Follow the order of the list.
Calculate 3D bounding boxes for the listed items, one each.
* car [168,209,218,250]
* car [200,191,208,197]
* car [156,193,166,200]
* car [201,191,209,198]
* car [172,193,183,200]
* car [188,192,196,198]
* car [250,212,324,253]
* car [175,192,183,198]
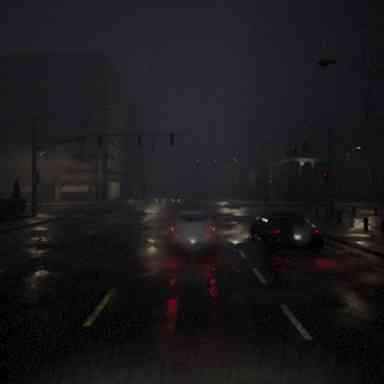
[{"bbox_3d":[0.054,1.417,13.651,1.812,1.442,4.674,0,1,1],"label":"car"},{"bbox_3d":[3.525,0.562,95.411,2.097,1.767,4.553,0,0,0],"label":"car"},{"bbox_3d":[-6.980,0.934,74.761,1.812,1.442,4.674,0,0,0],"label":"car"},{"bbox_3d":[3.523,0.860,86.888,1.994,1.385,4.181,0,0,0],"label":"car"},{"bbox_3d":[-3.480,0.949,74.756,2.033,1.411,5.357,0,0,0],"label":"car"},{"bbox_3d":[0.023,0.836,86.332,2.128,1.511,4.902,0,0,0],"label":"car"},{"bbox_3d":[3.550,1.460,13.104,1.994,1.385,4.181,0,1,0],"label":"car"},{"bbox_3d":[-3.476,0.795,90.410,1.812,1.442,4.674,0,0,0],"label":"car"}]
